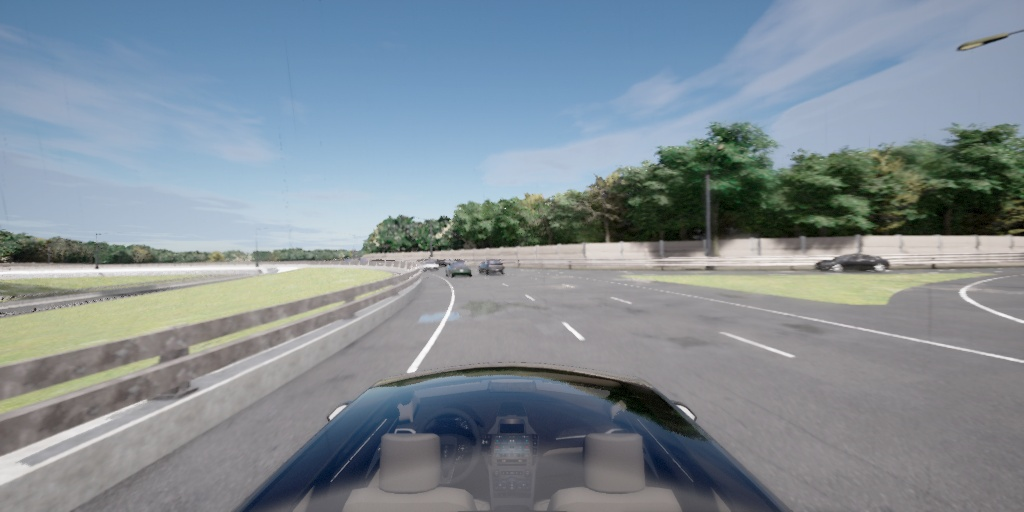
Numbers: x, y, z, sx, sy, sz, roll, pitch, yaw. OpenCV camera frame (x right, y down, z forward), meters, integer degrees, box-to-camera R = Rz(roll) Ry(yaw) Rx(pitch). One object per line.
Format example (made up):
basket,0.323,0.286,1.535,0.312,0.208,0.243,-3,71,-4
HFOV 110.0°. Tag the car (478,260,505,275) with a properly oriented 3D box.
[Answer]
car,-2.188,1.138,36.460,2.128,1.511,4.902,-1,0,-19

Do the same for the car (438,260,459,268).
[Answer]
car,-11.176,1.310,62.910,1.895,1.301,4.718,-1,0,-33

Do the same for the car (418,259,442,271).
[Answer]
car,-11.631,1.375,49.623,1.895,1.301,4.718,-1,0,-27

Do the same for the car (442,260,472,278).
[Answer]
car,-5.176,1.277,34.413,1.994,1.385,4.181,-1,0,-18

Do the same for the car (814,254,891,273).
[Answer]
car,27.788,0.600,29.430,4.892,1.490,1.837,0,0,10
